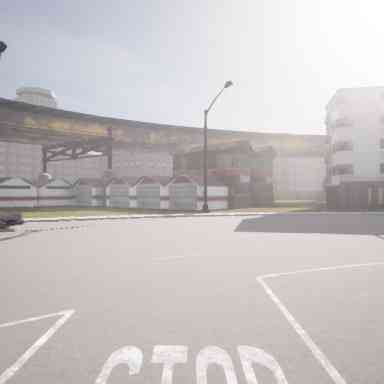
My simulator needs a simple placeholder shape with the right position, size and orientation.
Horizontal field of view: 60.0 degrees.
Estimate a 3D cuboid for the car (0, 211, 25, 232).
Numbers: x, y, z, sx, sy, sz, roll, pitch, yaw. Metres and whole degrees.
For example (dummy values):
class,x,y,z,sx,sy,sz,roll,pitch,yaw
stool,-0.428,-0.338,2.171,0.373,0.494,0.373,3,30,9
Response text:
class,x,y,z,sx,sy,sz,roll,pitch,yaw
car,-12.397,1.547,18.625,5.357,1.411,2.033,0,0,-40
